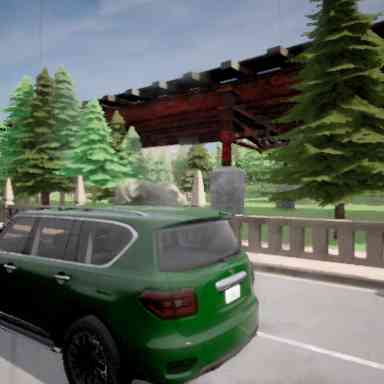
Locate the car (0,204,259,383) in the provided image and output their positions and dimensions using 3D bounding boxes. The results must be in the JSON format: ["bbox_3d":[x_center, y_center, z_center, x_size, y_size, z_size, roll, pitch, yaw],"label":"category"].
[{"bbox_3d":[-1.732,1.208,5.232,5.566,2.045,2.150,0,0,36],"label":"car"}]
